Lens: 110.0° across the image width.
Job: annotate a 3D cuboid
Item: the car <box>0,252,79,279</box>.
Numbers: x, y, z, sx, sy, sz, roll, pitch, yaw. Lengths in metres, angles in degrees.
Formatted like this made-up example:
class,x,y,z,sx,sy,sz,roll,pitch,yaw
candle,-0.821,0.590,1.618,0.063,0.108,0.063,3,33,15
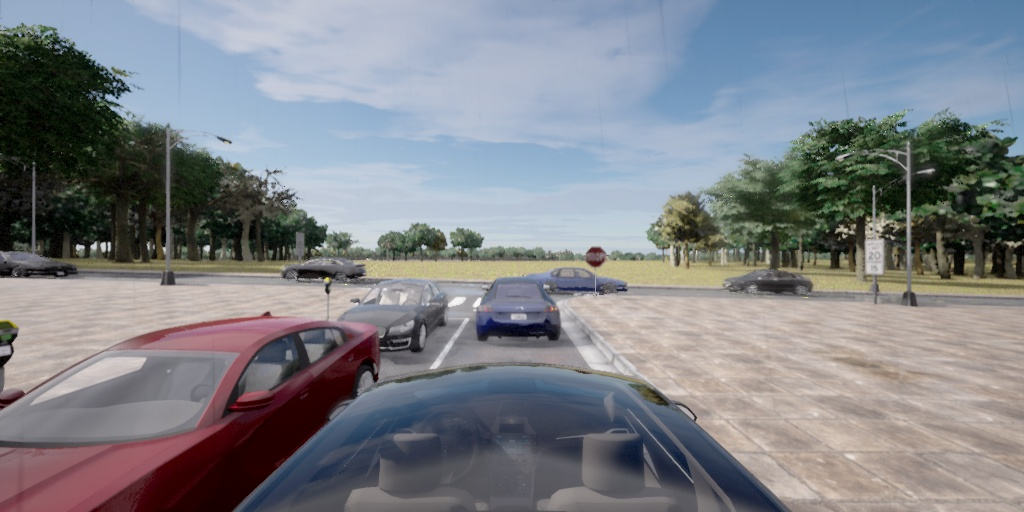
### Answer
class,x,y,z,sx,sy,sz,roll,pitch,yaw
car,-26.693,0.484,19.116,5.357,1.411,2.033,1,0,0

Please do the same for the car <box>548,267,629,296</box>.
class,x,y,z,sx,sy,sz,roll,pitch,yaw
car,3.324,1.306,19.090,5.357,1.411,2.033,2,0,0

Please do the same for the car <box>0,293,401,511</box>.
class,x,y,z,sx,sy,sz,roll,pitch,yaw
car,-2.636,1.287,3.095,1.888,1.381,4.507,0,0,0

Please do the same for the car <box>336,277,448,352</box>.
class,x,y,z,sx,sy,sz,roll,pitch,yaw
car,-2.633,1.259,8.636,2.007,1.370,4.403,0,0,0

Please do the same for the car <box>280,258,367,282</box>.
class,x,y,z,sx,sy,sz,roll,pitch,yaw
car,-11.488,0.850,22.050,4.902,1.511,2.128,2,0,0

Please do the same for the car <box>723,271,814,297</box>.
class,x,y,z,sx,sy,sz,roll,pitch,yaw
car,15.632,1.626,22.025,4.892,1.490,1.837,2,0,0

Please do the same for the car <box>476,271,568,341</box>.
class,x,y,z,sx,sy,sz,roll,pitch,yaw
car,0.116,1.266,9.734,1.994,1.385,4.181,0,0,-1
